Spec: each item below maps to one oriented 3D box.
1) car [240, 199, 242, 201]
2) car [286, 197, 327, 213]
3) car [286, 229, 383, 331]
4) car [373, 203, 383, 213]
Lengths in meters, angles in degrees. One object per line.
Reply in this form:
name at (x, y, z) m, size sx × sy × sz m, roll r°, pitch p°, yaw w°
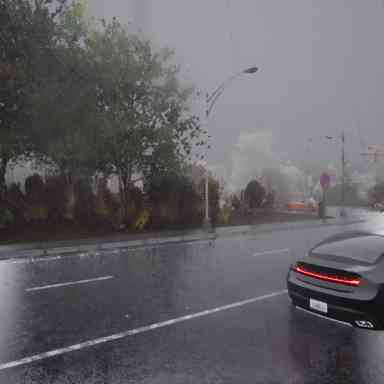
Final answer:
car at (7.404, 1.500, 45.126) m, size 1.837 × 1.490 × 4.892 m, roll 0°, pitch 0°, yaw -32°
car at (12.594, 1.352, 36.887) m, size 2.097 × 1.767 × 4.553 m, roll 0°, pitch 0°, yaw -32°
car at (3.923, 1.505, 6.537) m, size 4.892 × 1.490 × 1.837 m, roll 0°, pitch 0°, yaw -35°
car at (21.847, 1.564, 35.706) m, size 1.994 × 1.385 × 4.181 m, roll 0°, pitch 0°, yaw -32°
